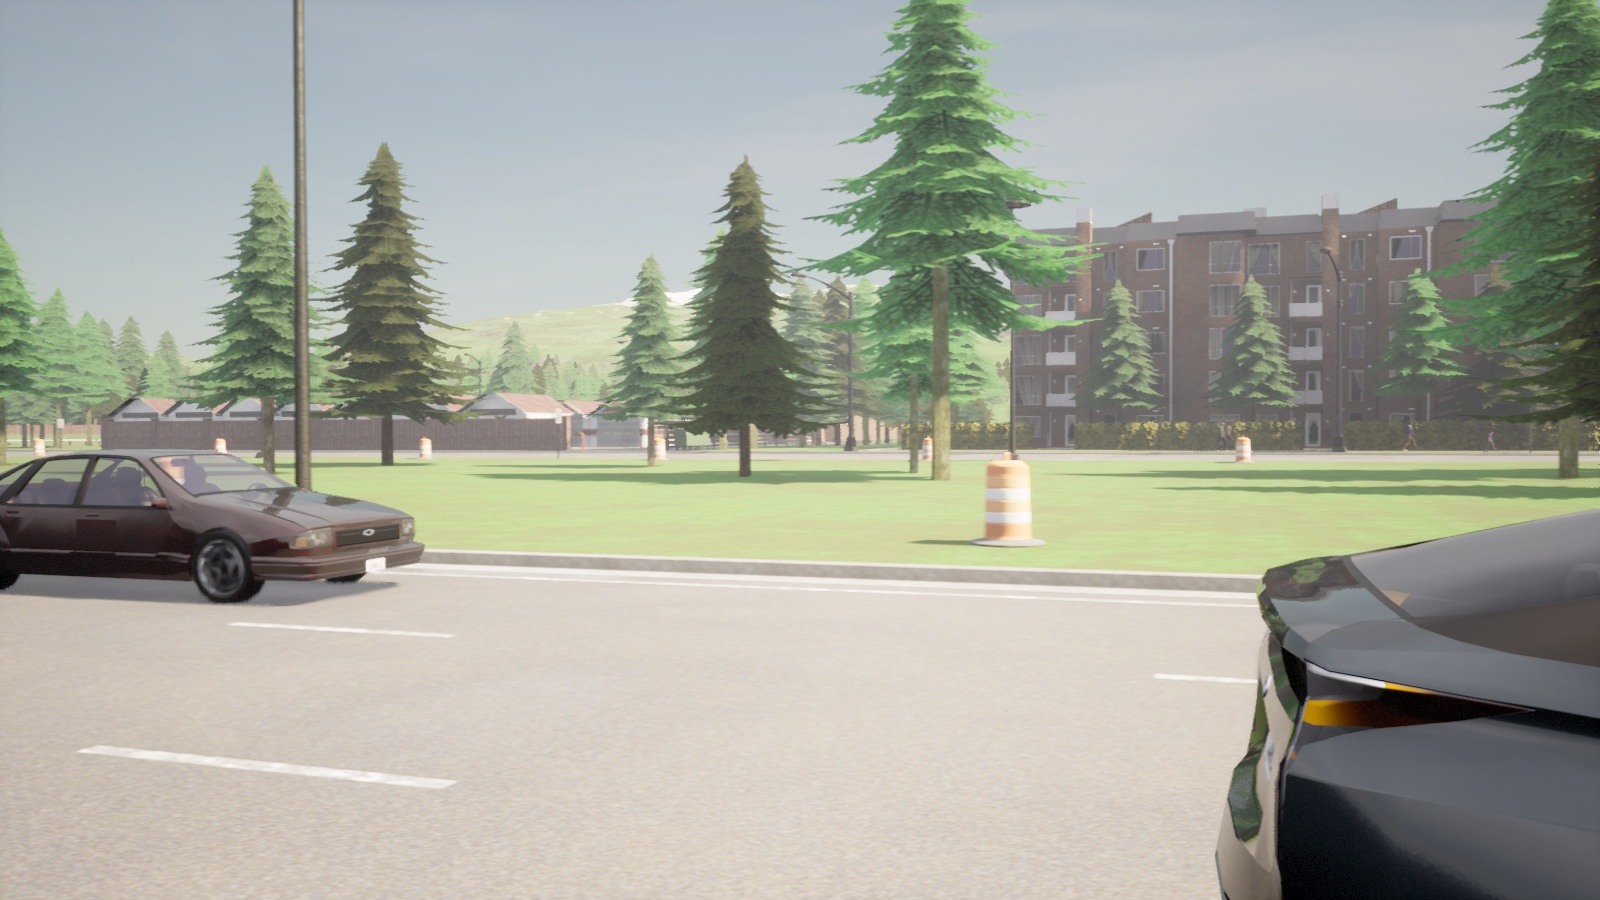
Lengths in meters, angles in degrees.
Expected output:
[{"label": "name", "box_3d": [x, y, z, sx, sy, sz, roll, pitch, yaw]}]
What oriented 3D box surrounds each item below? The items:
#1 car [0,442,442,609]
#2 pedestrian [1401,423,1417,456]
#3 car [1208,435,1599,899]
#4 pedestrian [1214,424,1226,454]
[{"label": "car", "box_3d": [-6.532, 0.645, 12.777, 5.357, 1.411, 2.033, 1, 1, 19]}, {"label": "pedestrian", "box_3d": [36.321, -0.607, 74.848, 0.788, 1.949, 0.423, 1, 1, 19]}, {"label": "car", "box_3d": [3.083, 0.750, 2.155, 4.514, 1.525, 2.007, 1, 1, 19]}, {"label": "pedestrian", "box_3d": [26.188, -0.699, 78.269, 0.694, 1.848, 0.540, 1, 1, 20]}]
